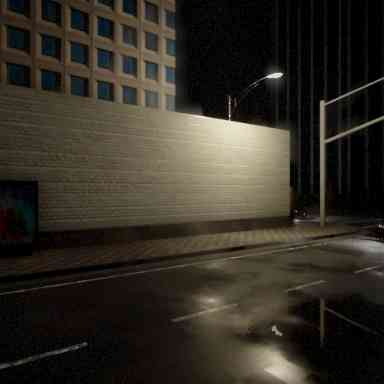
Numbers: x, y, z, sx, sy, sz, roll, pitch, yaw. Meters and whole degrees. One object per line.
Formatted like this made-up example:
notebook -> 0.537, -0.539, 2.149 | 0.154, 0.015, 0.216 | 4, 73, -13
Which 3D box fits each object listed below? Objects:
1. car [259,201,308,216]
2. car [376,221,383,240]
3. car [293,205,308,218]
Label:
car -> 9.324, 1.656, 34.302 | 1.895, 1.301, 4.718 | 0, 0, -36
car -> 10.723, 1.533, 15.981 | 4.674, 1.442, 1.812 | 0, 0, -36
car -> 8.123, 1.581, 29.977 | 1.812, 1.442, 4.674 | 0, 0, -36
